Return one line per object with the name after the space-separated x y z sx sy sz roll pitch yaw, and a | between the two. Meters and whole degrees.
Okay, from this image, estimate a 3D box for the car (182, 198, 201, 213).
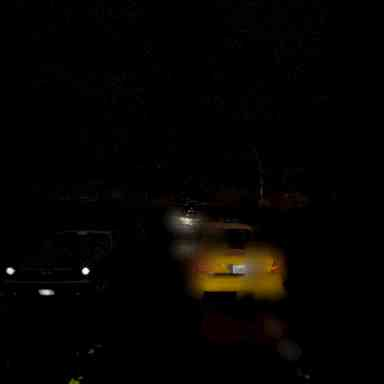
-0.017 1.517 37.423 1.812 1.442 4.674 0 0 0 | car

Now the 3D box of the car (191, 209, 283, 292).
0.940 1.453 8.927 1.801 1.575 5.366 0 0 0 | car

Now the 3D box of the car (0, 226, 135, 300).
-2.772 1.599 8.530 1.895 1.301 4.718 0 0 0 | car

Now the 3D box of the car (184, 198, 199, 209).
-0.091 1.553 46.314 1.994 1.385 4.181 0 0 1 | car
